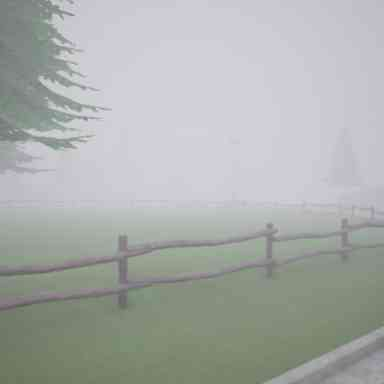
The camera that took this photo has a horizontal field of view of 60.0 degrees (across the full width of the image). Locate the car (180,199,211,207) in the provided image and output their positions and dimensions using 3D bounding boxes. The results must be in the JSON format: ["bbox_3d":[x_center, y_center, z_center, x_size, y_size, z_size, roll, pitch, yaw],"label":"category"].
[{"bbox_3d":[0.495,1.834,52.851,4.718,1.301,1.895,0,0,18],"label":"car"}]

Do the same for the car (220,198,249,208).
[{"bbox_3d":[6.599,1.752,53.519,5.008,1.535,1.882,0,0,30],"label":"car"}]
